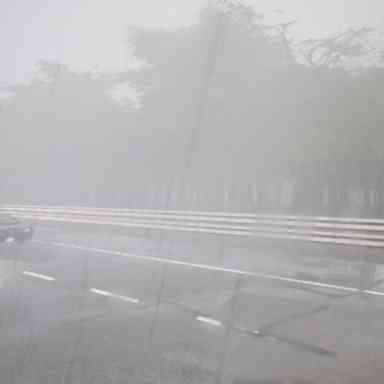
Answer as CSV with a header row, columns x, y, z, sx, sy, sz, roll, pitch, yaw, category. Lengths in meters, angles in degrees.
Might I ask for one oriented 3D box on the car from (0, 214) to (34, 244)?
x,y,z,sx,sy,sz,roll,pitch,yaw,category
-9.077,1.636,14.652,4.718,1.301,1.895,0,0,36,car
